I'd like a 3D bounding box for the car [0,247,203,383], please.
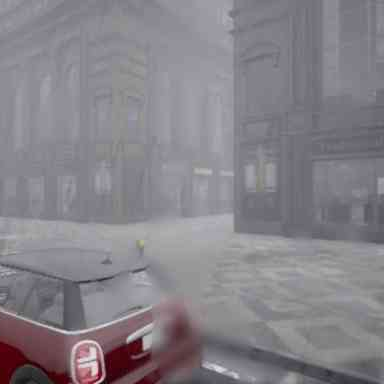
[{"bbox_3d":[-1.964,1.467,4.362,4.097,1.590,1.967,0,0,36],"label":"car"}]
